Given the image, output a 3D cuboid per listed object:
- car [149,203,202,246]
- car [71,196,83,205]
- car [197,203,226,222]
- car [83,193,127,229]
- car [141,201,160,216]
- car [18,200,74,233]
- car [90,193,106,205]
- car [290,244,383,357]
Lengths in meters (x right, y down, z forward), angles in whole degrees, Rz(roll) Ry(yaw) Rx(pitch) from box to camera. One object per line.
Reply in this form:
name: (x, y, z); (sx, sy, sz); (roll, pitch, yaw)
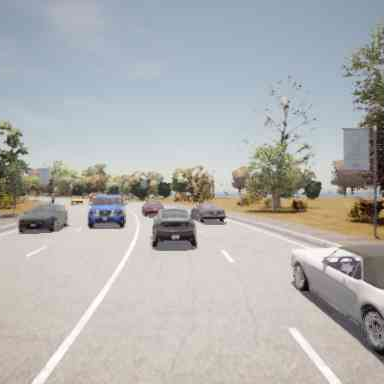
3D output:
car: (-0.889, 1.496, 15.306); (1.837, 1.490, 4.892); (0, 0, -6)
car: (-20.413, 1.450, 59.243); (1.882, 1.535, 5.008); (0, 0, -24)
car: (1.173, 1.528, 25.837); (2.033, 1.411, 5.357); (0, 0, -10)
car: (-5.524, 1.214, 22.176); (2.150, 2.045, 5.566); (0, 0, -9)
car: (-3.856, 1.547, 32.729); (1.994, 1.385, 4.181); (0, 0, -13)
car: (-8.729, 1.477, 19.915); (1.882, 1.535, 5.008); (0, 0, -9)
car: (-17.274, 1.206, 60.874); (2.150, 2.045, 5.566); (0, 0, -24)
car: (3.363, 1.589, 5.983); (1.895, 1.301, 4.718); (0, 0, -2)
